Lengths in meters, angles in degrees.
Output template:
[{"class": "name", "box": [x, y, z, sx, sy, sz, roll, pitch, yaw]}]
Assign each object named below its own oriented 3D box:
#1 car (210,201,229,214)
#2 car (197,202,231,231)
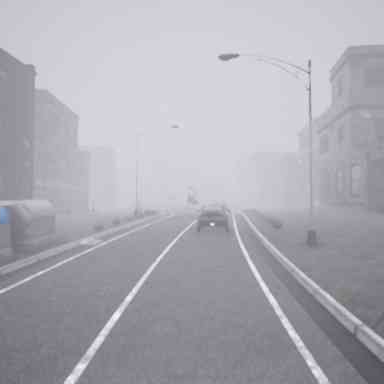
[{"class": "car", "box": [3.257, 1.824, 38.862, 2.033, 1.411, 5.357, 0, -2, 6]}, {"class": "car", "box": [1.343, 1.521, 20.646, 1.837, 1.490, 4.892, 0, 0, 5]}]
